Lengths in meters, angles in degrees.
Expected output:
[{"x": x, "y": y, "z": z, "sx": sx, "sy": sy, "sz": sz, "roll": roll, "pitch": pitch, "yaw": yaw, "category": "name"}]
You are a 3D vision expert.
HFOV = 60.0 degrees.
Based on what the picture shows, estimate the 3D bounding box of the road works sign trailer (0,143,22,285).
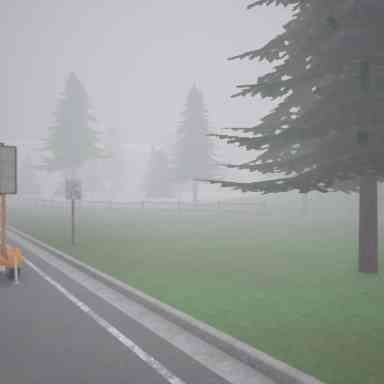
[{"x": -5.897, "y": 0.460, "z": 8.597, "sx": 2.380, "sy": 3.560, "sz": 2.880, "roll": 0, "pitch": 0, "yaw": -37, "category": "road works sign trailer"}]
